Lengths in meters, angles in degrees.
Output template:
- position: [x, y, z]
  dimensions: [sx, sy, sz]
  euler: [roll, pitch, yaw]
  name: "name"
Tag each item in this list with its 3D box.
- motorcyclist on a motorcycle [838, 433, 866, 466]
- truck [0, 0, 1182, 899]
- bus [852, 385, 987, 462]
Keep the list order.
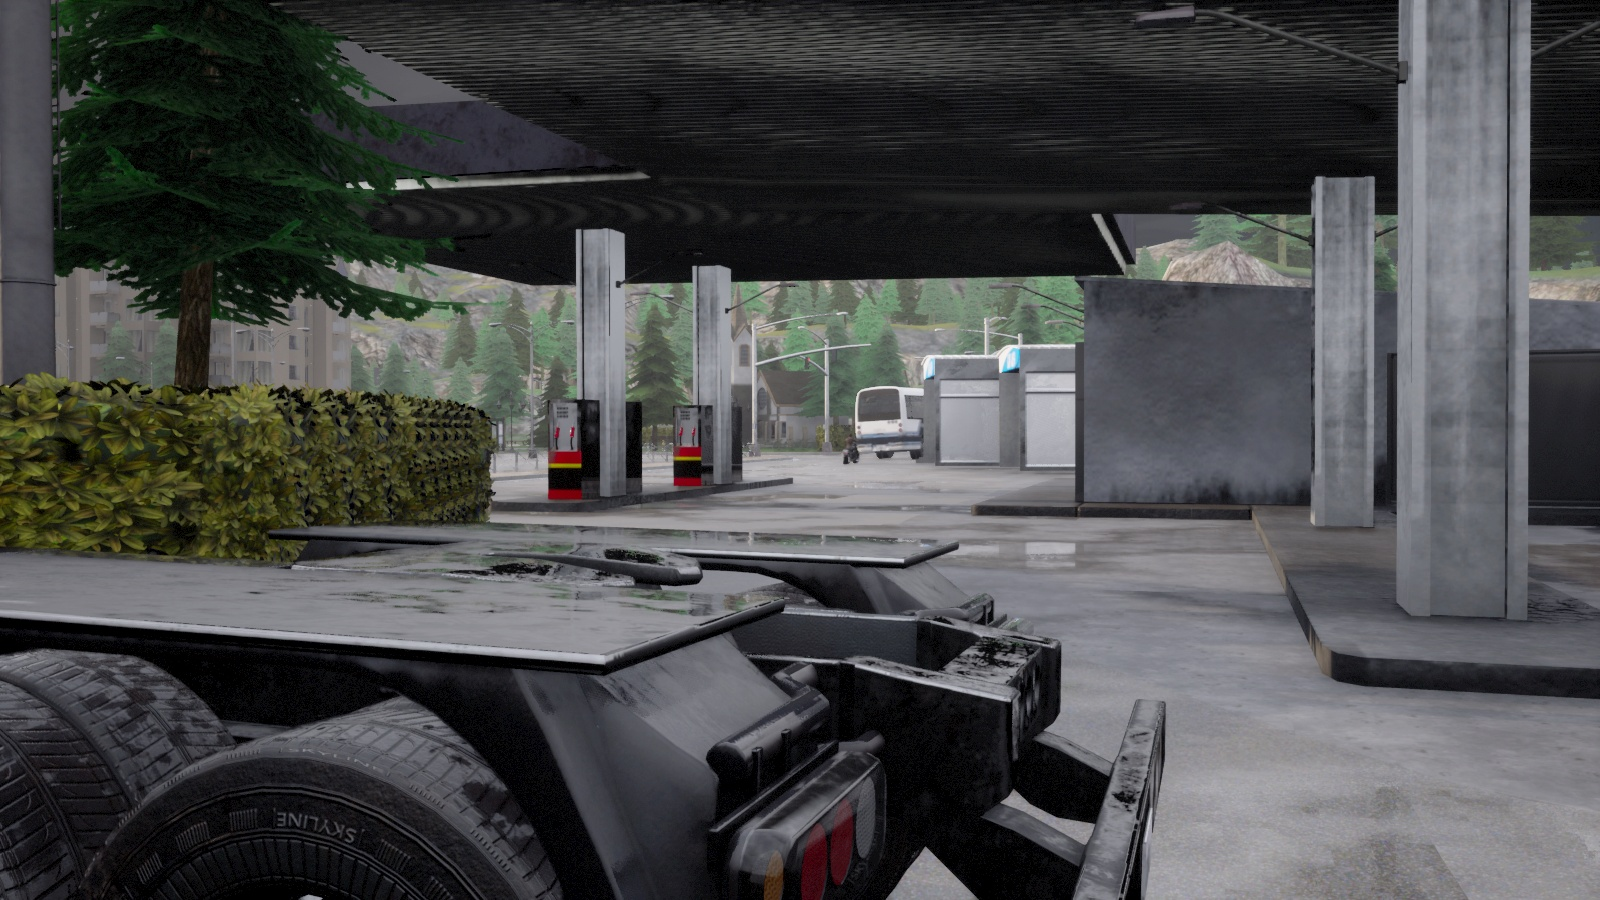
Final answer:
- position: [2.669, -0.050, 64.259]
  dimensions: [0.766, 1.649, 2.350]
  euler: [1, 1, 19]
  name: "motorcyclist on a motorcycle"
- position: [-2.955, -0.168, 4.152]
  dimensions: [7.936, 3.462, 2.891]
  euler: [1, 0, 18]
  name: "truck"
- position: [7.527, -1.565, 77.180]
  dimensions: [3.944, 4.253, 10.273]
  euler: [-3, -1, 32]
  name: "bus"
